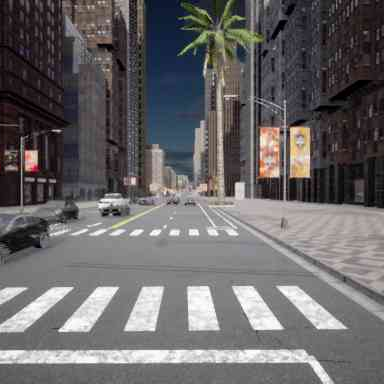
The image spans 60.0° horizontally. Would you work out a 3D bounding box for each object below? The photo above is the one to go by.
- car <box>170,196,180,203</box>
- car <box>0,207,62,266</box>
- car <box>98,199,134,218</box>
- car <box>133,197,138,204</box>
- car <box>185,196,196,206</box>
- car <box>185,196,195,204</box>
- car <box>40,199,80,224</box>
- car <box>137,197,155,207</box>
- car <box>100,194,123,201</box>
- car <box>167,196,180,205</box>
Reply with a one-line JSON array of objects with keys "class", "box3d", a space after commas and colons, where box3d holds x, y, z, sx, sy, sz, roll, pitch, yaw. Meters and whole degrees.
[{"class": "car", "box3d": [-3.549, 1.595, 69.842, 1.812, 1.442, 4.674, 0, 0, 0]}, {"class": "car", "box3d": [-6.665, 1.492, 11.591, 2.128, 1.511, 4.902, 0, 0, 0]}, {"class": "car", "box3d": [-6.771, 1.608, 29.891, 1.895, 1.301, 4.718, 0, 0, 0]}, {"class": "car", "box3d": [-10.098, 1.649, 60.635, 1.994, 1.385, 4.181, 0, 0, 0]}, {"class": "car", "box3d": [-0.322, 1.586, 56.102, 2.033, 1.411, 5.357, 0, 0, 0]}, {"class": "car", "box3d": [-0.382, 1.539, 66.524, 1.882, 1.535, 5.008, 0, 0, 0]}, {"class": "car", "box3d": [-9.992, 1.357, 24.712, 2.097, 1.767, 4.553, 0, 0, 0]}, {"class": "car", "box3d": [-6.869, 1.595, 52.097, 1.994, 1.385, 4.181, 0, 0, 0]}, {"class": "car", "box3d": [-10.088, 1.237, 41.904, 2.150, 2.045, 5.566, 0, 0, 0]}, {"class": "car", "box3d": [-3.496, 1.647, 59.733, 1.895, 1.301, 4.718, 0, 0, -1]}]
